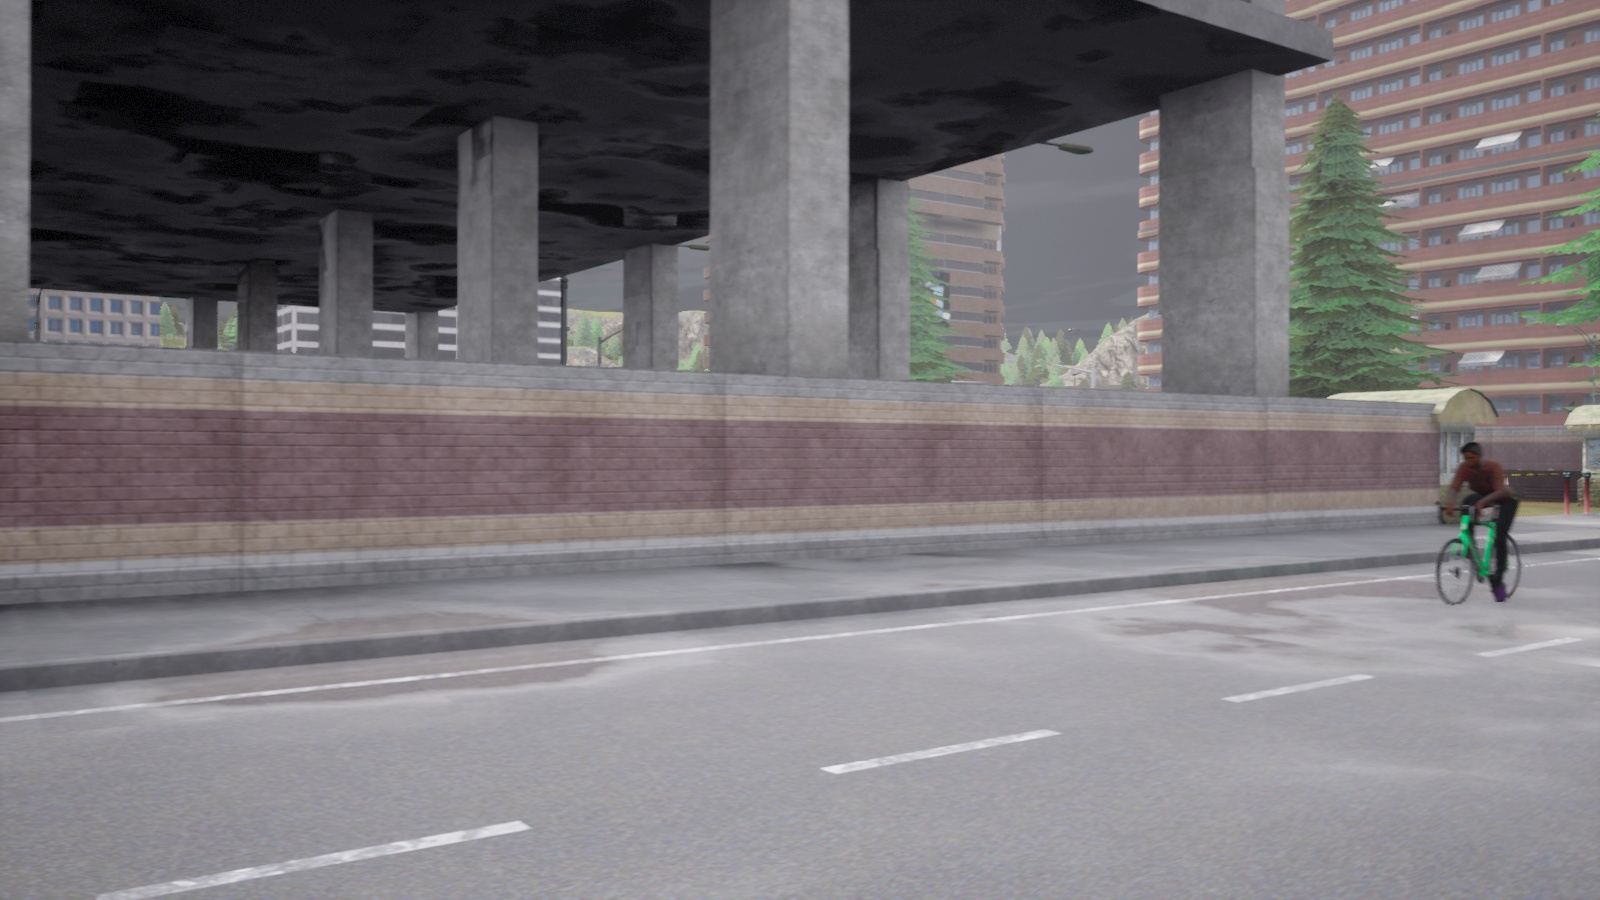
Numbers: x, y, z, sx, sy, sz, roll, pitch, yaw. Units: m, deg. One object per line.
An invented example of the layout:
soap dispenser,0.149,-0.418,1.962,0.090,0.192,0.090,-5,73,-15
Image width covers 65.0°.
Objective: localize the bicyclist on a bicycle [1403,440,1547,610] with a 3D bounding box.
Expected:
bicyclist on a bicycle,6.826,0.714,12.674,1.656,1.620,0.582,0,0,-35
